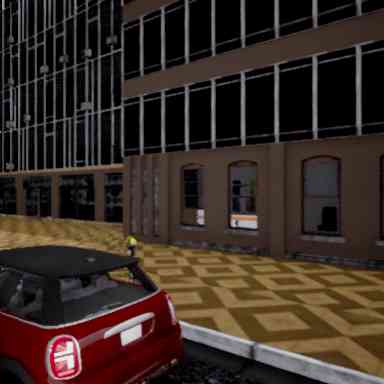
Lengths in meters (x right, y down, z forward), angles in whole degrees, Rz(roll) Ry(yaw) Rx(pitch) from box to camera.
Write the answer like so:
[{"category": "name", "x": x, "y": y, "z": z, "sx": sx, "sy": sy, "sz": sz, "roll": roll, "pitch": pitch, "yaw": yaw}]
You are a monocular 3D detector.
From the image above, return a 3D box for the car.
[{"category": "car", "x": -2.183, "y": 1.438, "z": 4.424, "sx": 4.097, "sy": 1.590, "sz": 1.967, "roll": 0, "pitch": 0, "yaw": 35}]
